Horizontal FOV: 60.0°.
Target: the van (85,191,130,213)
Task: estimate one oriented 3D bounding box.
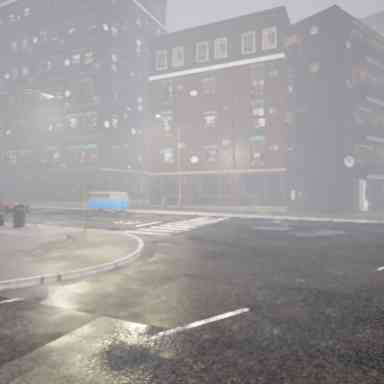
[{"bbox_3d":[-7.266,0.857,28.518,3.998,1.788,1.690,1,0,25],"label":"van"}]

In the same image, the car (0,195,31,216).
[{"bbox_3d":[-14.701,1.112,25.573,4.718,1.301,1.895,1,1,25],"label":"car"}]
